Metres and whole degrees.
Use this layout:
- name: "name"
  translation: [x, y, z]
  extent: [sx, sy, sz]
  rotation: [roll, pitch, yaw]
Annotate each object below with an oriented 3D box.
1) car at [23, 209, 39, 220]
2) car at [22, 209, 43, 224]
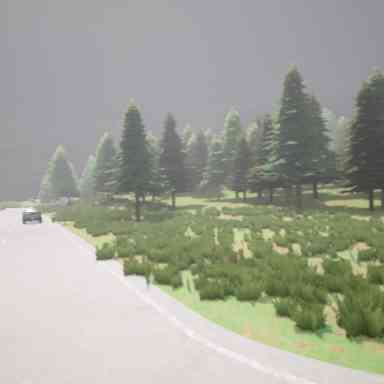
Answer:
- name: "car"
  translation: [-22.356, 3.056, 46.209]
  extent: [1.895, 1.301, 4.718]
  rotation: [-3, -1, -26]
- name: "car"
  translation: [-17.431, 2.618, 36.394]
  extent: [2.128, 1.511, 4.902]
  rotation: [-3, -1, -26]
